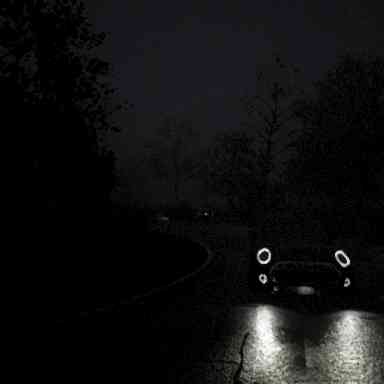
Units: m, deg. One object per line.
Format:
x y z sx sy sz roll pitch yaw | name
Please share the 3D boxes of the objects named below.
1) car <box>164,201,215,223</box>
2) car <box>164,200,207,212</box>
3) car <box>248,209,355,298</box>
-0.287 1.679 26.640 2.033 1.411 5.357 1 -1 -32 | car
-0.775 1.805 42.954 5.357 1.411 2.033 1 -1 -40 | car
2.608 1.378 8.799 2.097 1.767 4.553 0 -1 9 | car
